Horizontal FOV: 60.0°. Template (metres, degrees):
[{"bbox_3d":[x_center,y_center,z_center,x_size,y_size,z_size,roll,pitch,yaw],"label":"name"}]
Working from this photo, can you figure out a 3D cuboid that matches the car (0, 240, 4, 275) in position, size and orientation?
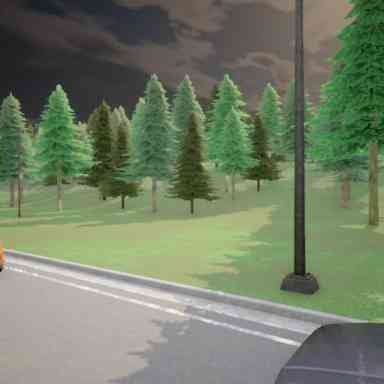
[{"bbox_3d":[-7.156,1.375,9.104,4.553,1.767,2.097,0,0,36],"label":"car"}]

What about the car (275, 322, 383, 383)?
[{"bbox_3d":[3.140,1.544,1.755,5.357,1.411,2.033,0,0,36],"label":"car"}]
